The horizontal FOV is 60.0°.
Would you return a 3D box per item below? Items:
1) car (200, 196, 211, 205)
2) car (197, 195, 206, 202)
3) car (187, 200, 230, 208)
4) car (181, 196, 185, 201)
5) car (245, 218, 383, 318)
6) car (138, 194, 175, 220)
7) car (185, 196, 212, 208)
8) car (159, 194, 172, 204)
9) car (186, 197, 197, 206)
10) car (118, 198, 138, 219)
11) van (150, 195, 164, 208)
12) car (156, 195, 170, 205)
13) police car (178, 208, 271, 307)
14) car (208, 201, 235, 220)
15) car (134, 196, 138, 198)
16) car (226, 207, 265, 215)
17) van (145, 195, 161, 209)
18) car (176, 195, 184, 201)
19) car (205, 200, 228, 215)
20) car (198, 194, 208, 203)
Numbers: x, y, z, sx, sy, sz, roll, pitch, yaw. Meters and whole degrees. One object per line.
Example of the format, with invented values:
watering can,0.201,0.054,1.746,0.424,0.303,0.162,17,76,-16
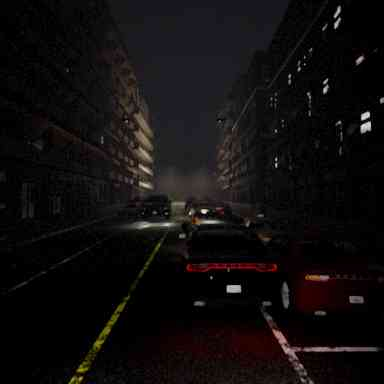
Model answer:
car,2.474,1.564,62.731,1.967,1.590,4.097,1,0,0
car,2.390,1.655,84.856,1.967,1.590,4.097,1,0,0
car,0.790,1.471,18.281,1.801,1.575,5.366,0,0,0
car,-0.077,1.615,45.142,2.033,1.411,5.357,0,0,0
car,2.570,1.549,7.423,1.887,1.381,4.507,1,0,0
car,-2.903,1.254,28.521,2.150,2.045,5.566,0,0,0
car,0.778,1.376,24.062,2.097,1.767,4.553,0,0,0
car,-5.421,1.460,68.307,2.192,1.841,5.009,1,0,0
car,-0.112,1.615,58.811,1.837,1.490,4.892,0,0,0
car,-5.351,1.560,29.424,1.752,1.417,4.829,2,0,0
van,-5.390,1.429,51.716,1.690,1.788,3.998,1,0,0
car,-5.411,1.440,62.777,2.192,1.841,5.009,1,0,0
police car,0.694,1.430,8.194,1.930,1.638,5.238,0,0,0
car,2.528,1.580,29.545,1.887,1.381,4.507,1,0,0
car,-5.357,1.361,35.125,2.192,1.841,5.009,2,0,0
car,2.560,1.535,13.125,1.752,1.417,4.829,1,0,0
van,-5.379,1.412,46.184,1.690,1.788,3.998,2,0,0
car,-2.927,1.606,92.827,2.097,1.767,4.553,0,0,0
car,2.517,1.596,35.077,2.008,1.369,4.403,1,0,0
car,2.414,1.481,73.793,2.192,1.841,5.009,1,0,0
